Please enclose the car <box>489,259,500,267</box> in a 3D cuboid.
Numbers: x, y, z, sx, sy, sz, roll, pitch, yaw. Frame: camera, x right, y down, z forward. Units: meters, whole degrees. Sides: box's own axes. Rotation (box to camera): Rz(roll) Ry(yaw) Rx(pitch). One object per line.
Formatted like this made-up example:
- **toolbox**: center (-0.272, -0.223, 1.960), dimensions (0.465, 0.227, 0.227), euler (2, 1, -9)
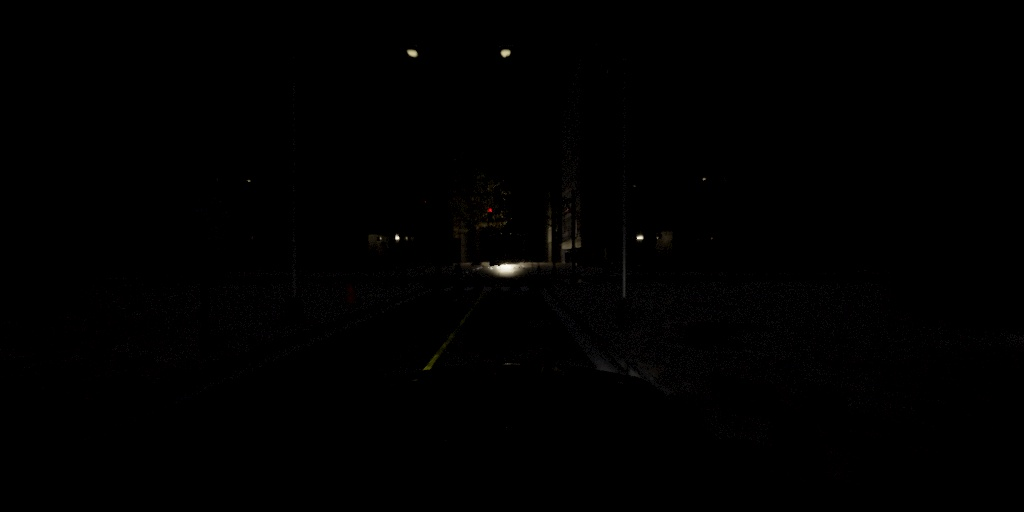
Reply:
- **car**: center (-2.983, 1.276, 63.325), dimensions (2.033, 1.411, 5.357), euler (0, 0, 0)
